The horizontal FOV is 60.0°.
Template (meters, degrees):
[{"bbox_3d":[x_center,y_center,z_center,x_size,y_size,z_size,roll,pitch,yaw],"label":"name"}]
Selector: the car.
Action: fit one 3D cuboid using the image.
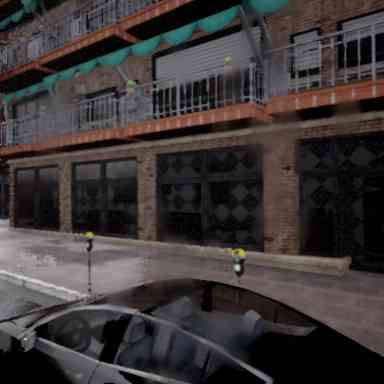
[{"bbox_3d":[-0.412,1.563,3.266,4.313,1.339,1.947,0,-1,35],"label":"car"}]
